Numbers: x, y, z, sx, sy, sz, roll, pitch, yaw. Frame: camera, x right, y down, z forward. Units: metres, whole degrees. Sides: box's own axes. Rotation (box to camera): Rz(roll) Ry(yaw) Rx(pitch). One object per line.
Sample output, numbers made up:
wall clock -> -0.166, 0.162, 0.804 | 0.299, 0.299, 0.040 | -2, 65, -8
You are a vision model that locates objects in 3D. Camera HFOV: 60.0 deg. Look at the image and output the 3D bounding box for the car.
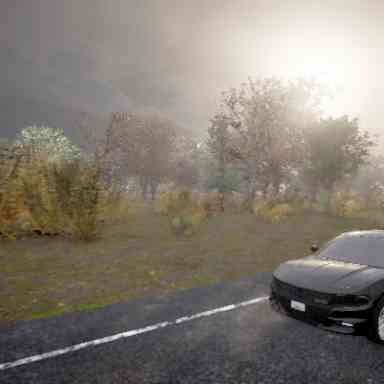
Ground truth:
car -> 3.677, 1.518, 6.635 | 5.008, 1.535, 1.882 | 1, 0, -36
